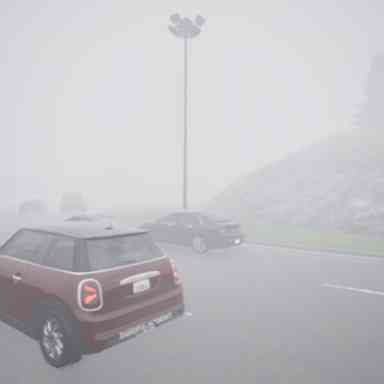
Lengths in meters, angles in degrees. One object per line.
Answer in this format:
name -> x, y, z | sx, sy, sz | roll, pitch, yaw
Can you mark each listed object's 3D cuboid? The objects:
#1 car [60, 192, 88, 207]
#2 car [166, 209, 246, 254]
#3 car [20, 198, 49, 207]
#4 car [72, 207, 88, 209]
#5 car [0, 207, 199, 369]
car -> -11.601, 1.043, 32.969 | 2.150, 2.045, 5.566 | 0, 0, -13
car -> -0.196, 1.457, 13.338 | 4.892, 1.490, 1.837 | 1, 1, 42
car -> -14.512, 1.319, 30.669 | 1.837, 1.490, 4.892 | 0, 0, -16
car -> -3.584, 1.465, 11.773 | 4.674, 1.442, 1.812 | 1, 0, 44
car -> -2.357, 1.319, 5.981 | 4.553, 1.767, 2.097 | 0, 0, 39
